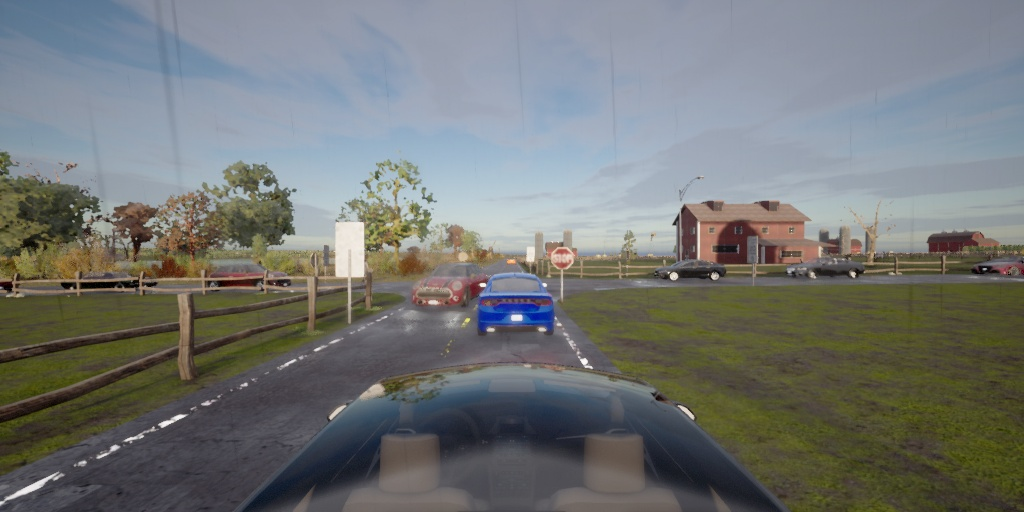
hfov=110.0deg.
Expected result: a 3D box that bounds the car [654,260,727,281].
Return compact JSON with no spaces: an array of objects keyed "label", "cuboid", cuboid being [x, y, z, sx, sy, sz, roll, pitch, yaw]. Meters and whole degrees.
[{"label":"car","cuboid":[12.981,1.032,26.267,4.892,1.490,1.837,-1,0,2]}]

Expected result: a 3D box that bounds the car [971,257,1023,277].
[{"label":"car","cuboid":[36.368,0.746,26.041,4.181,1.385,1.994,-1,0,1]}]

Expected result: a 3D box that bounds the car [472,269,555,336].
[{"label":"car","cuboid":[0.060,1.226,10.462,1.882,1.535,5.008,0,0,-1]}]

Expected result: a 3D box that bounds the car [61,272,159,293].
[{"label":"car","cuboid":[-26.385,1.704,23.645,4.718,1.301,1.895,-1,0,1]}]

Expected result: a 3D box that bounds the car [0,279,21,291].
[{"label":"car","cuboid":[-36.267,1.836,24.118,4.718,1.301,1.895,-1,0,6]}]

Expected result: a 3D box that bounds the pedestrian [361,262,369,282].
[{"label":"pedestrian","cuboid":[-12.181,1.160,29.426,0.375,1.860,0.375,0,1,0]}]

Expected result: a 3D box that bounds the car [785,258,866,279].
[{"label":"car","cuboid":[22.735,0.877,26.158,4.902,1.511,2.128,-1,0,0]}]

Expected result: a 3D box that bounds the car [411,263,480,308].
[{"label":"car","cuboid":[-2.483,1.098,15.269,2.097,1.767,4.553,0,0,10]}]

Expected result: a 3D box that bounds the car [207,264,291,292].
[{"label":"car","cuboid":[-17.103,1.327,23.505,4.553,1.767,2.097,-1,0,1]}]
